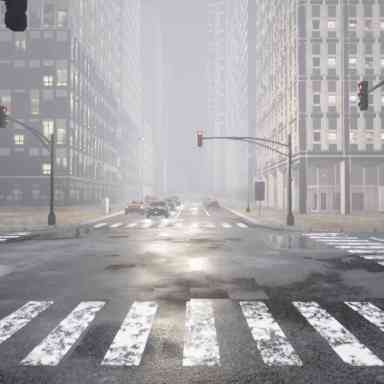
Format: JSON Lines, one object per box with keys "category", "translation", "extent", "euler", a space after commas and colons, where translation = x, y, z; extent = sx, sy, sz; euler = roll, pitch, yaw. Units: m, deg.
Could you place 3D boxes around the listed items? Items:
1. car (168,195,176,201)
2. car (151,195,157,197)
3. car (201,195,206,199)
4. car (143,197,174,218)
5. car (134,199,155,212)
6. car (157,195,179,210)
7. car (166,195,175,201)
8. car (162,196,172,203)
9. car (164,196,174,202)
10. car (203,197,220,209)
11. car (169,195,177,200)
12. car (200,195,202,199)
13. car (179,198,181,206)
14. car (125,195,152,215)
{"category": "car", "translation": [-5.373, 1.587, 89.565], "extent": [2.008, 1.369, 4.403], "euler": [1, 0, 0]}
{"category": "car", "translation": [-5.519, 1.332, 44.965], "extent": [2.192, 1.841, 5.009], "euler": [1, 0, 0]}
{"category": "car", "translation": [2.896, 1.547, 56.324], "extent": [1.752, 1.417, 4.829], "euler": [1, 0, 0]}
{"category": "car", "translation": [-2.997, 1.516, 30.353], "extent": [1.837, 1.490, 4.892], "euler": [0, 0, 0]}
{"category": "car", "translation": [-5.544, 1.597, 39.389], "extent": [1.802, 1.307, 4.206], "euler": [1, 0, 0]}
{"category": "car", "translation": [-2.962, 1.519, 40.123], "extent": [1.837, 1.490, 4.892], "euler": [0, 0, 0]}
{"category": "car", "translation": [-5.392, 1.578, 83.990], "extent": [1.887, 1.381, 4.507], "euler": [1, 0, 0]}
{"category": "car", "translation": [-5.429, 1.573, 72.840], "extent": [1.887, 1.381, 4.507], "euler": [1, 0, 0]}
{"category": "car", "translation": [-5.410, 1.581, 78.415], "extent": [2.008, 1.369, 4.403], "euler": [1, 0, 0]}
{"category": "car", "translation": [2.855, 1.599, 44.998], "extent": [1.802, 1.307, 4.206], "euler": [1, 0, 0]}
{"category": "car", "translation": [-5.355, 1.604, 95.141], "extent": [1.947, 1.339, 4.313], "euler": [1, 0, 0]}
{"category": "car", "translation": [2.913, 1.590, 61.731], "extent": [1.947, 1.339, 4.313], "euler": [1, 0, 0]}
{"category": "car", "translation": [-2.898, 1.372, 53.264], "extent": [2.097, 1.767, 4.553], "euler": [0, 0, 2]}
{"category": "car", "translation": [-5.559, 1.453, 33.814], "extent": [1.967, 1.590, 4.097], "euler": [1, 0, 0]}
